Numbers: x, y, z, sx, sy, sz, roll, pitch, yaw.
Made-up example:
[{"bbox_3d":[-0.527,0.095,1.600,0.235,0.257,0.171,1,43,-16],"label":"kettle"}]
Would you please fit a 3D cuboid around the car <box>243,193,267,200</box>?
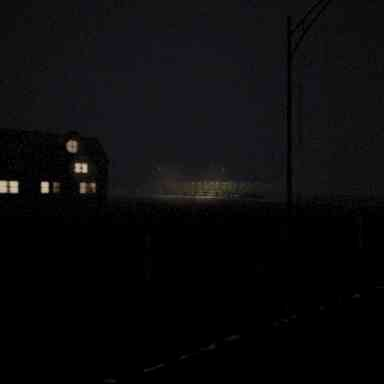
[{"bbox_3d":[11.959,0.772,63.337,1.895,1.301,4.718,0,1,-35],"label":"car"}]
